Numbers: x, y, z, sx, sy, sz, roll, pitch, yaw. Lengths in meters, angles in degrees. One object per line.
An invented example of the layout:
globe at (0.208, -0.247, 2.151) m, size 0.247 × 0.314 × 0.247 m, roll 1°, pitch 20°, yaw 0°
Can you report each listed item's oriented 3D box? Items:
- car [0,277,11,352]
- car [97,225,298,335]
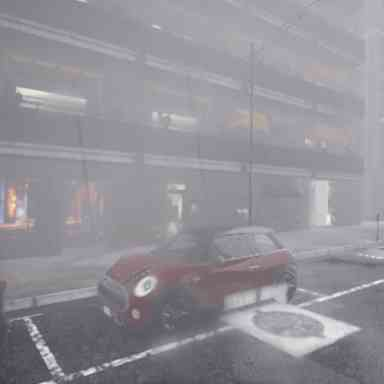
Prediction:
car at (-4.316, 1.558, 3.469) m, size 4.313 × 1.339 × 1.947 m, roll 0°, pitch 1°, yaw -35°
car at (0.224, 1.460, 6.696) m, size 4.097 × 1.590 × 1.967 m, roll 0°, pitch 1°, yaw -35°
